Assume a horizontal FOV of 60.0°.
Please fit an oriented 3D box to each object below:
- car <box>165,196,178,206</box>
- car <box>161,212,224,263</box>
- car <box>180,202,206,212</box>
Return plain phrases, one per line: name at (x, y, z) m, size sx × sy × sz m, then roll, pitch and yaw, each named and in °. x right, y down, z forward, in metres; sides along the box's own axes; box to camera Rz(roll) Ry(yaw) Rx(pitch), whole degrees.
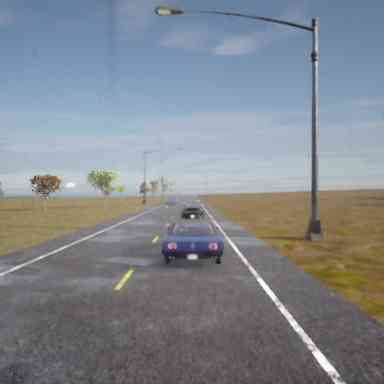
car at (-3.528, 1.485, 59.039) m, size 2.097 × 1.767 × 4.553 m, roll 0°, pitch 0°, yaw 1°
car at (0.044, 1.630, 12.034) m, size 1.895 × 1.301 × 4.718 m, roll 0°, pitch 0°, yaw 1°
car at (0.056, 1.572, 27.669) m, size 1.837 × 1.490 × 4.892 m, roll 0°, pitch 0°, yaw 0°
